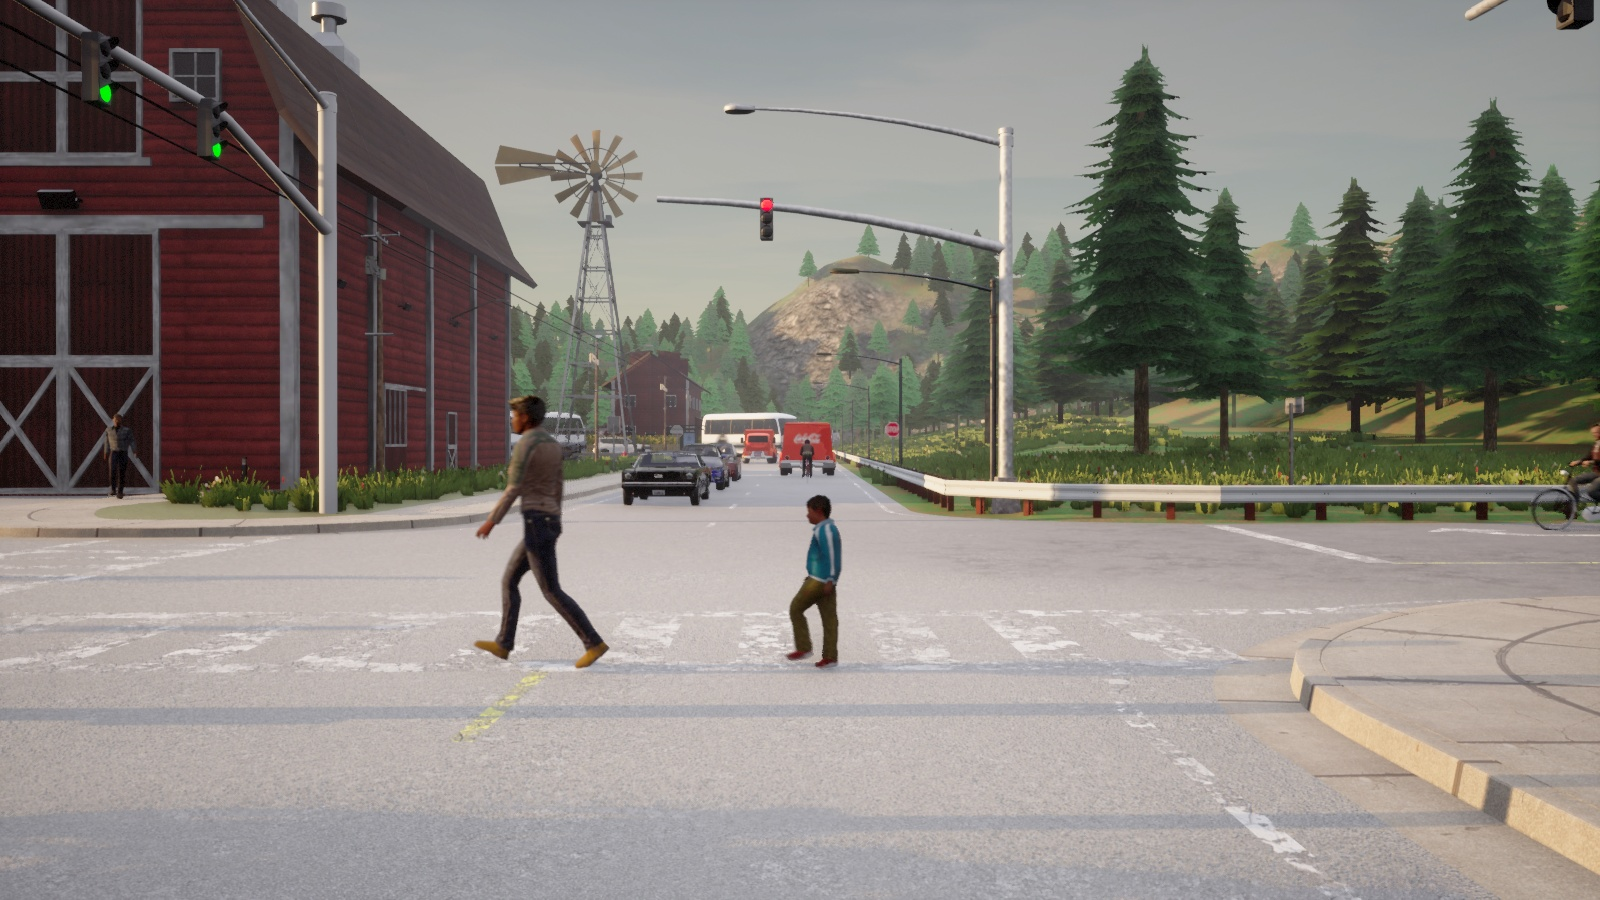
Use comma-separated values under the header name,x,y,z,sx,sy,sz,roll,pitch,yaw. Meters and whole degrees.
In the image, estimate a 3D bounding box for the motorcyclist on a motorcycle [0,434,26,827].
name,x,y,z,sx,sy,sz,roll,pitch,yaw
motorcyclist on a motorcycle,-3.502,0.703,4.009,0.797,1.523,2.044,0,0,0

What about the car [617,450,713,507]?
name,x,y,z,sx,sy,sz,roll,pitch,yaw
car,-3.310,0.665,31.709,1.895,1.301,4.718,0,0,0

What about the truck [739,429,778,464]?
name,x,y,z,sx,sy,sz,roll,pitch,yaw
truck,-2.972,-0.250,91.537,2.627,2.467,5.204,0,0,0

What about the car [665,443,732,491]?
name,x,y,z,sx,sy,sz,roll,pitch,yaw
car,-3.259,0.527,40.868,1.816,1.474,4.193,0,0,0

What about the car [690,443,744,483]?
name,x,y,z,sx,sy,sz,roll,pitch,yaw
car,-3.213,0.478,49.329,1.845,1.501,3.633,0,1,0

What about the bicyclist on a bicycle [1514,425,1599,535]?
name,x,y,z,sx,sy,sz,roll,pitch,yaw
bicyclist on a bicycle,12.794,0.485,20.541,1.843,1.776,0.659,0,0,0

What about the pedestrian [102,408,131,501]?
name,x,y,z,sx,sy,sz,roll,pitch,yaw
pedestrian,-14.549,0.096,26.750,0.423,1.949,0.788,0,0,-20

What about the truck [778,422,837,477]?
name,x,y,z,sx,sy,sz,roll,pitch,yaw
truck,0.342,-0.060,58.808,2.627,2.467,5.204,0,1,0

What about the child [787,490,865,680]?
name,x,y,z,sx,sy,sz,roll,pitch,yaw
child,0.171,0.869,8.208,0.448,1.192,0.343,0,0,13

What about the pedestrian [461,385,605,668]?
name,x,y,z,sx,sy,sz,roll,pitch,yaw
pedestrian,-1.752,0.487,8.270,0.869,1.805,0.328,0,0,13
